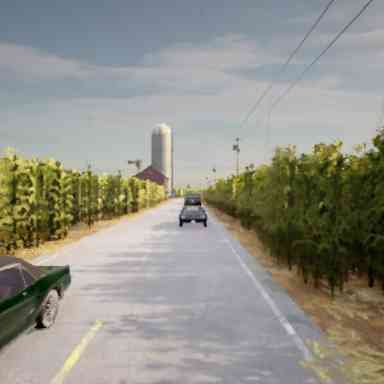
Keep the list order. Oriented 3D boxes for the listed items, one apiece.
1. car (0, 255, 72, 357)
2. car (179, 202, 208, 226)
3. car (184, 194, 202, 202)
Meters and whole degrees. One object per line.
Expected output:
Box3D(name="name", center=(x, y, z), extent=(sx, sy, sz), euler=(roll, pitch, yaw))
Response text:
Box3D(name="car", center=(-3.255, 1.603, 4.178), extent=(1.895, 1.301, 4.718), euler=(0, 0, 0))
Box3D(name="car", center=(0.079, 1.613, 23.349), extent=(1.895, 1.301, 4.718), euler=(0, 0, 0))
Box3D(name="car", center=(0.089, 1.244, 43.611), extent=(2.150, 2.045, 5.566), euler=(0, 0, 0))
